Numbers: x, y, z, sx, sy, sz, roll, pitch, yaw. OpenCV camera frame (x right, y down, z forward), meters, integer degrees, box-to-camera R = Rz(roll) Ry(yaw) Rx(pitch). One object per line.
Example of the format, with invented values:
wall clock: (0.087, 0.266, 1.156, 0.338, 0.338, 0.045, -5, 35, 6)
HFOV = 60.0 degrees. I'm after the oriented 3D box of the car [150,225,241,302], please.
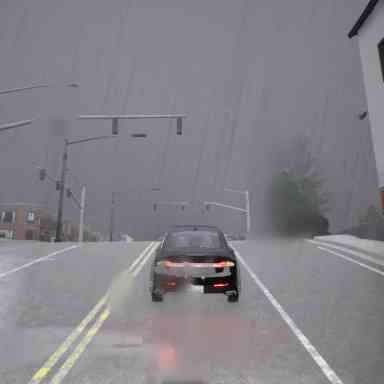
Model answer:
car: (0.078, 1.595, 8.501, 2.128, 1.511, 4.902, 0, -1, 0)
